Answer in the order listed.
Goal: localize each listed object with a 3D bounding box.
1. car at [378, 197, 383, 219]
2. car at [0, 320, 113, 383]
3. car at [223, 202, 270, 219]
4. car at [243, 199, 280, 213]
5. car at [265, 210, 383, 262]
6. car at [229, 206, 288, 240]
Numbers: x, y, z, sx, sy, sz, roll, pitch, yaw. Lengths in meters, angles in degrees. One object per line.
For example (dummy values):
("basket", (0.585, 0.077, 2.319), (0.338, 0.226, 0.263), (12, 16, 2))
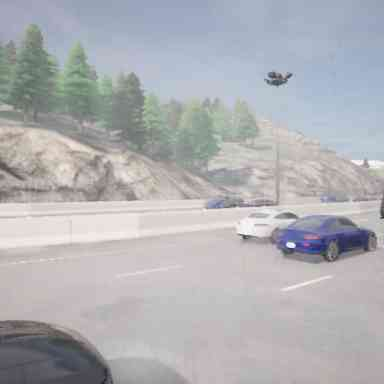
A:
("car", (18.103, 1.255, 28.854), (2.150, 2.045, 5.566), (0, 0, 44))
("car", (-2.860, 1.513, 1.811), (4.892, 1.490, 1.837), (0, 0, -35))
("car", (5.142, 1.653, 31.119), (4.718, 1.301, 1.895), (0, 0, -43))
("car", (8.221, 1.570, 39.052), (1.837, 1.490, 4.892), (0, -1, 44))
("car", (4.970, 1.543, 12.173), (4.674, 1.442, 1.812), (0, 0, -39))
("car", (4.139, 1.551, 16.009), (4.674, 1.442, 1.812), (0, 0, -39))
